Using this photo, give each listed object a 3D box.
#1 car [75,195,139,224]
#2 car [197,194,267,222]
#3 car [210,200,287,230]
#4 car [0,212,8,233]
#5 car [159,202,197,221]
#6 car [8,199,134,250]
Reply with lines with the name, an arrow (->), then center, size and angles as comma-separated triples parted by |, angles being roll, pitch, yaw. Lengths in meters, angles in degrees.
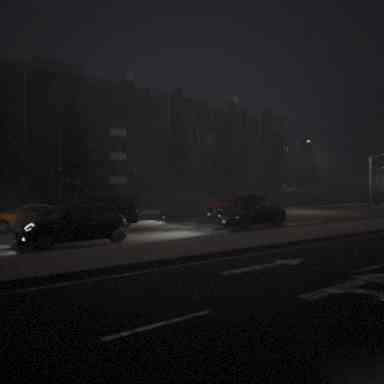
car -> -5.651, 1.209, 18.386 | 5.566, 2.045, 2.150 | 0, 0, -35
car -> 3.428, 1.185, 24.840 | 5.566, 2.045, 2.150 | 0, 0, -35
car -> 3.859, 1.460, 20.854 | 4.902, 1.511, 2.128 | 0, 0, -35
car -> -9.608, 1.468, 19.857 | 5.008, 1.535, 1.882 | 0, 0, -35
car -> 0.008, 1.514, 26.710 | 5.357, 1.411, 2.033 | 0, 0, -36
car -> -5.155, 1.342, 14.438 | 4.553, 1.767, 2.097 | 0, 0, -35
